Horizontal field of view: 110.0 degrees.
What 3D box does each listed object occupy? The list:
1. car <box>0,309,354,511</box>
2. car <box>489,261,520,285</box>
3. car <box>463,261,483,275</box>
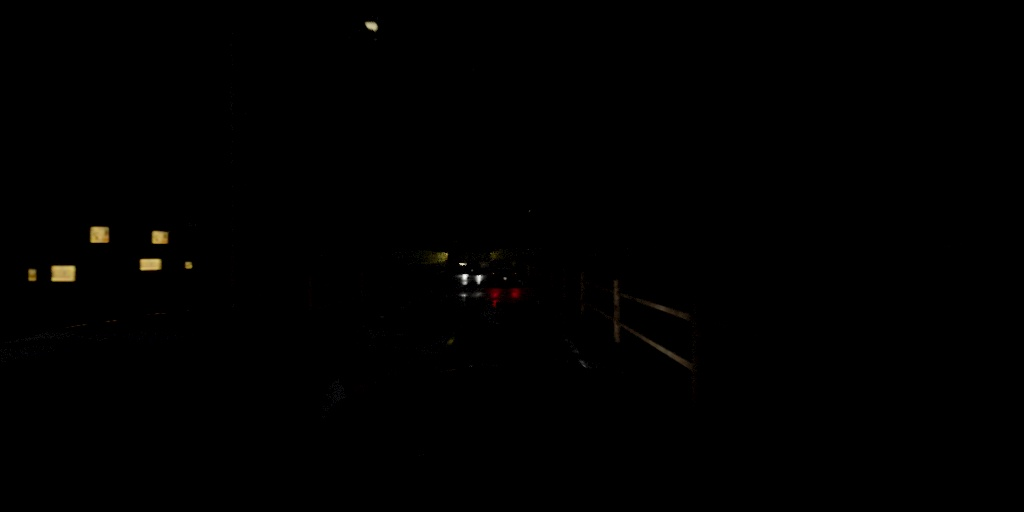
[{"bbox_3d":[-2.872,1.259,2.598,1.837,1.490,4.892,0,0,0],"label":"car"},{"bbox_3d":[-0.556,1.293,25.803,1.812,1.442,4.674,0,0,-3],"label":"car"},{"bbox_3d":[-4.421,1.304,40.547,1.837,1.490,4.892,0,0,-4],"label":"car"}]
